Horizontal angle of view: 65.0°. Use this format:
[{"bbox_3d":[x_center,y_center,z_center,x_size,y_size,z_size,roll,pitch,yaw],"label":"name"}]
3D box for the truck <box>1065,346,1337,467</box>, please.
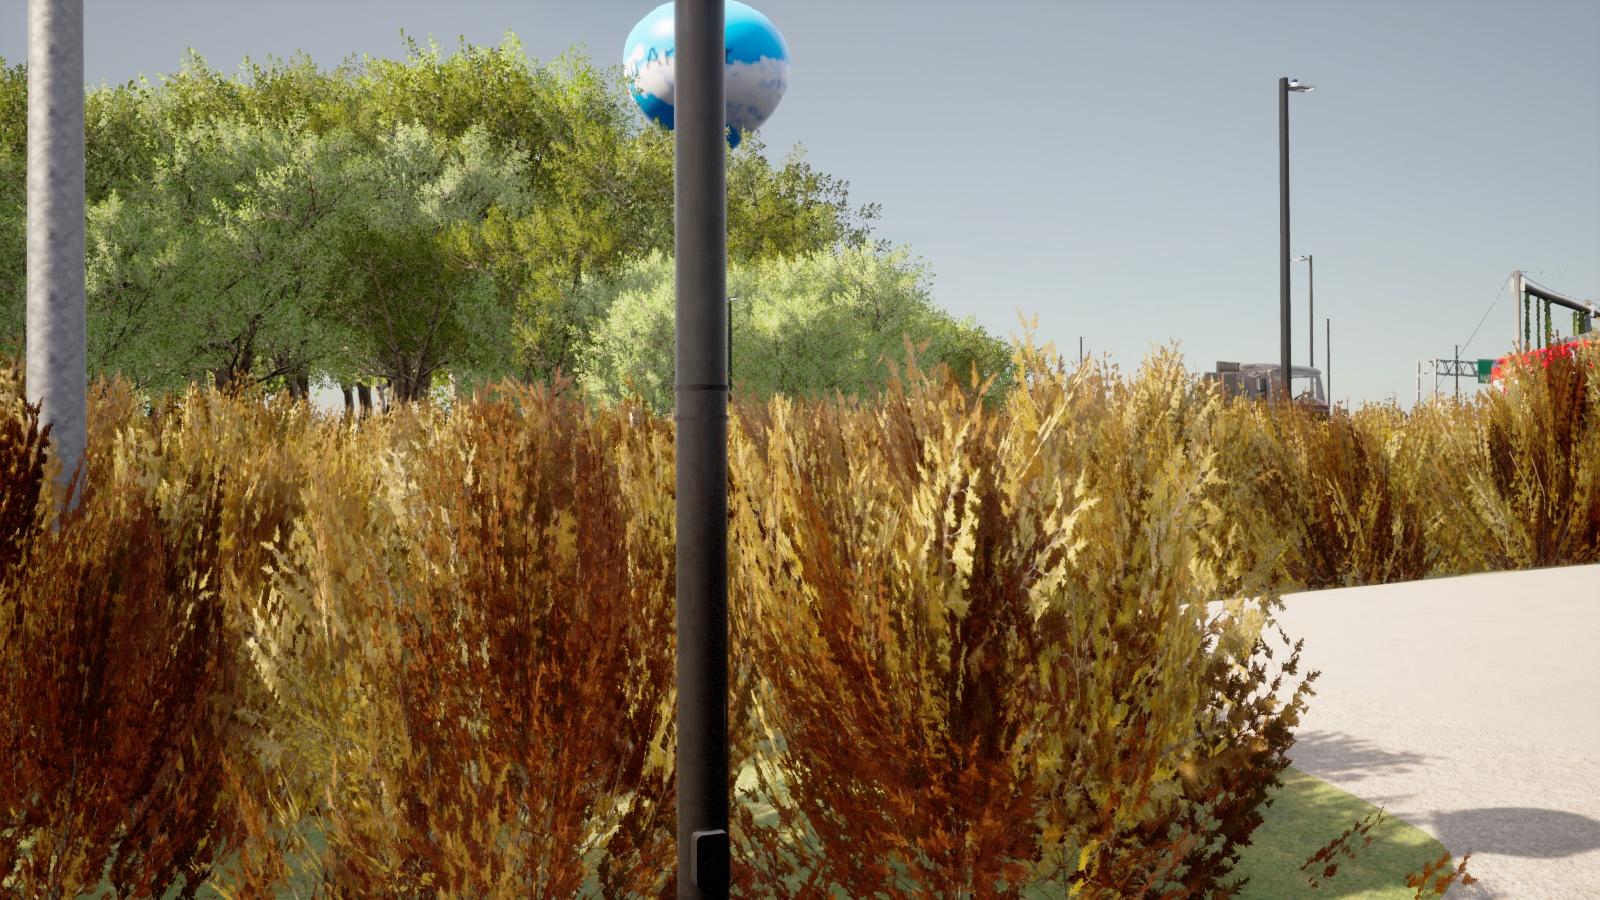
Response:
[{"bbox_3d":[12.520,-1.217,39.986,2.891,3.462,7.936,-1,0,-38],"label":"truck"}]
